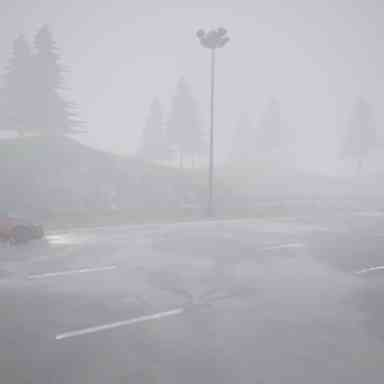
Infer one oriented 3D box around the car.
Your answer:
[{"bbox_3d":[-7.437,1.154,11.530,4.181,1.385,1.994,0,2,-32],"label":"car"}]
